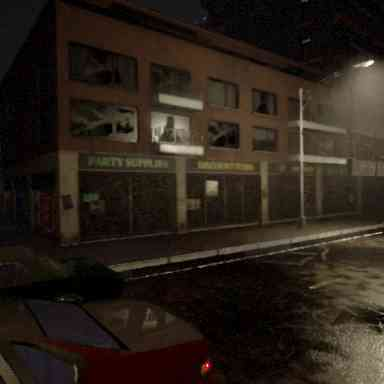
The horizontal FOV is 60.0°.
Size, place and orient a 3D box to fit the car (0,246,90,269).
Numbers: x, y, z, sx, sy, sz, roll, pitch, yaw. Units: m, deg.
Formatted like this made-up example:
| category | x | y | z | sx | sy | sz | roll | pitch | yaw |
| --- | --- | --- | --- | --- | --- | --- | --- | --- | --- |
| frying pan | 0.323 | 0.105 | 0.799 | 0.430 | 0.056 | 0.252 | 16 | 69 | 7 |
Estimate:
| category | x | y | z | sx | sy | sz | roll | pitch | yaw |
| --- | --- | --- | --- | --- | --- | --- | --- | --- | --- |
| car | -3.588 | 1.615 | 5.136 | 4.718 | 1.301 | 1.895 | -1 | 0 | -36 |

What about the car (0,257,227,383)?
| category | x | y | z | sx | sy | sz | roll | pitch | yaw |
| --- | --- | --- | --- | --- | --- | --- | --- | --- | --- |
| car | -2.264 | 1.563 | 2.083 | 5.357 | 1.411 | 2.033 | -1 | 0 | -35 |
